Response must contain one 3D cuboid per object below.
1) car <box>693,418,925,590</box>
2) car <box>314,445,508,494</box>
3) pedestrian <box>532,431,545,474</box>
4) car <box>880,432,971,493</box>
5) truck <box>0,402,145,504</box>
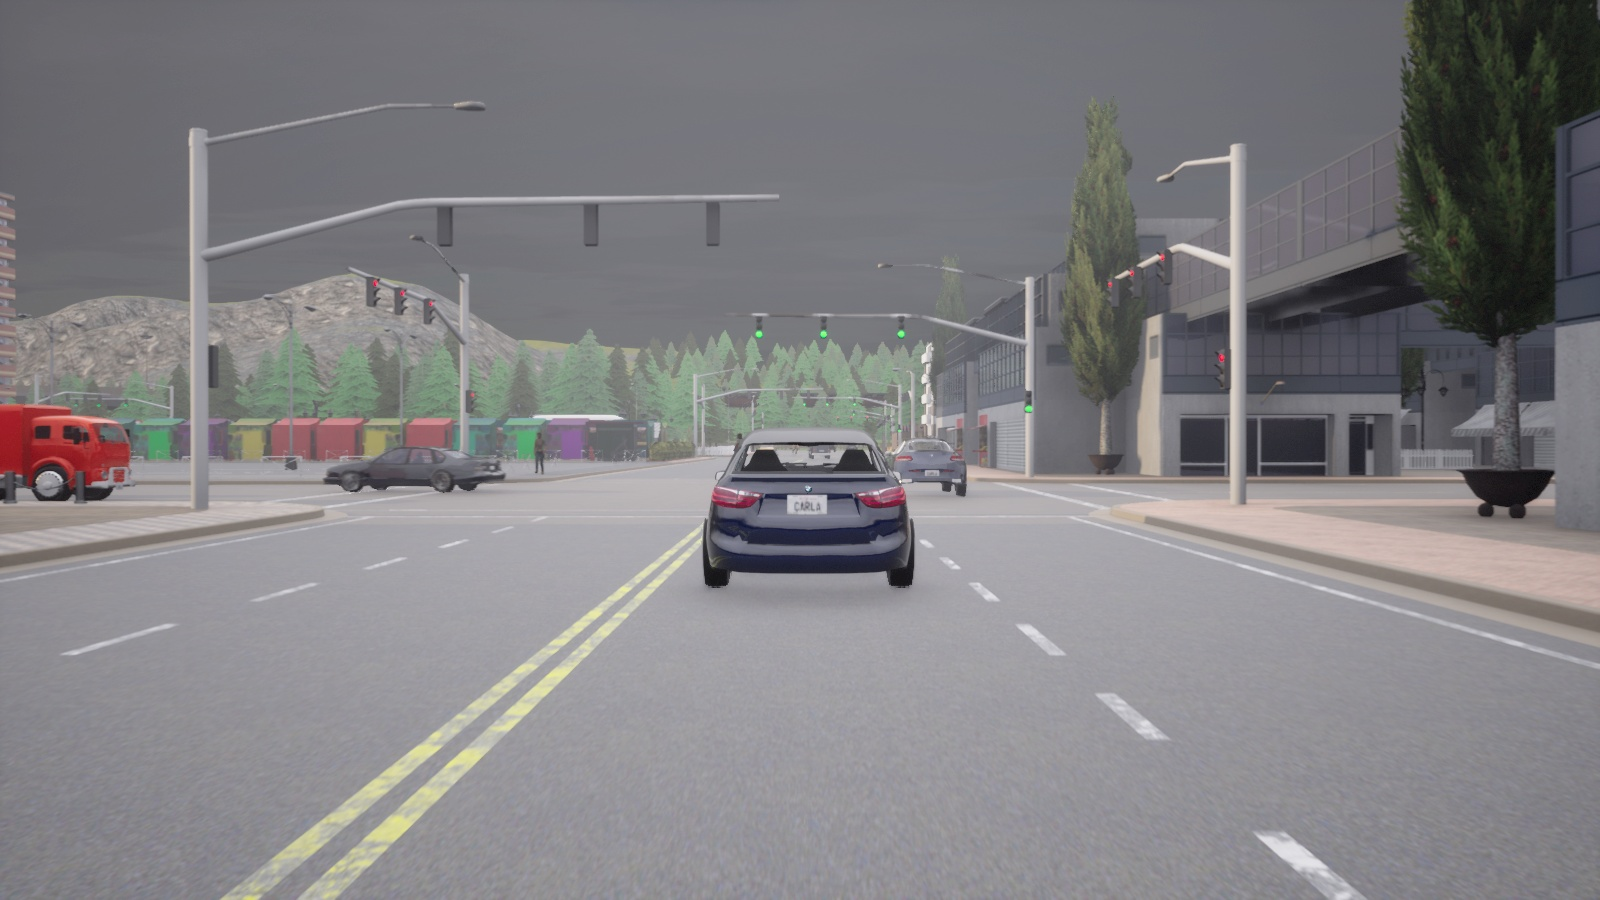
[{"bbox_3d":[0.097,0.509,14.442,2.242,1.667,4.611,0,0,0],"label":"car"},{"bbox_3d":[-11.886,0.567,38.503,5.357,1.411,2.033,0,0,11],"label":"car"},{"bbox_3d":[-10.964,0.099,52.665,0.328,1.805,0.869,0,0,3],"label":"pedestrian"},{"bbox_3d":[3.591,0.321,36.801,2.152,1.651,5.027,0,0,0],"label":"car"},{"bbox_3d":[-19.804,0.065,31.672,5.204,2.467,2.627,0,0,0],"label":"truck"}]
